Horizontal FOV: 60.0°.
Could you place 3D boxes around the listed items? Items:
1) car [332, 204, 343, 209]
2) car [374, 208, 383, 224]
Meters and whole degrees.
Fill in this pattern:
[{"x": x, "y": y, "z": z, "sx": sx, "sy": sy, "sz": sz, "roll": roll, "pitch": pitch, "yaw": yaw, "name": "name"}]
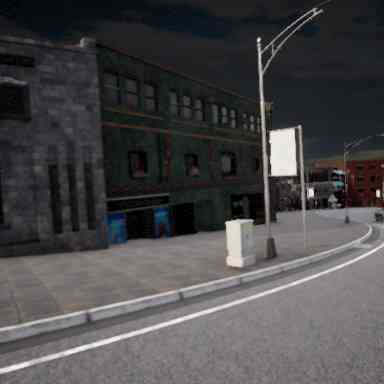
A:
[{"x": 32.094, "y": 3.254, "z": 73.309, "sx": 1.882, "sy": 1.535, "sz": 5.008, "roll": -2, "pitch": -2, "yaw": 34, "name": "car"}, {"x": 18.988, "y": 2.269, "z": 32.029, "sx": 2.033, "sy": 1.411, "sz": 5.357, "roll": -3, "pitch": -3, "yaw": 17, "name": "car"}]
